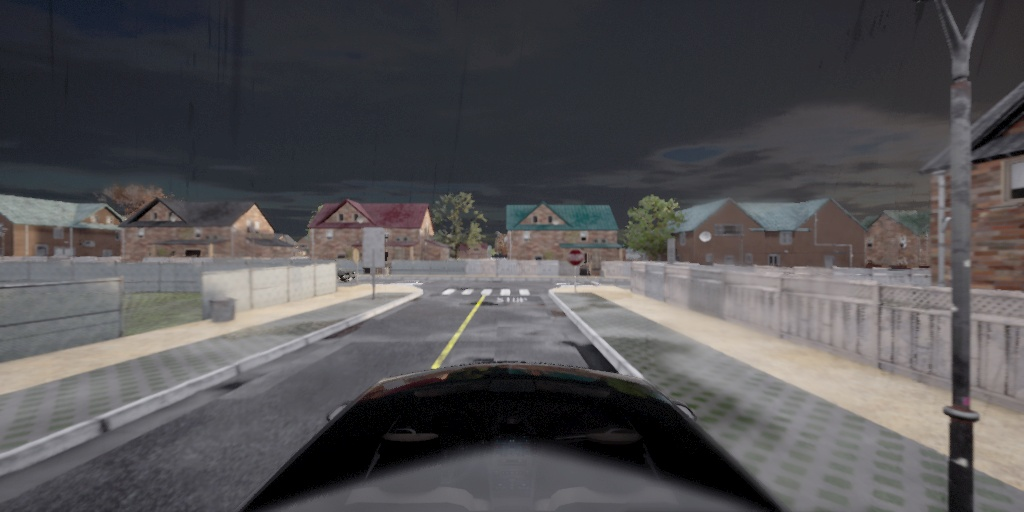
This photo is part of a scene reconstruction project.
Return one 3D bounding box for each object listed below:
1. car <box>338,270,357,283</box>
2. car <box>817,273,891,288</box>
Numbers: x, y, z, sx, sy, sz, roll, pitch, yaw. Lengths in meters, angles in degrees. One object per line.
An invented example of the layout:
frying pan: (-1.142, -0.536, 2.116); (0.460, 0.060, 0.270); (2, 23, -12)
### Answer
car: (-13.192, 1.224, 24.410); (4.718, 1.301, 1.895); (1, 0, 0)
car: (23.788, 1.521, 24.694); (5.357, 1.411, 2.033); (1, 0, 0)
